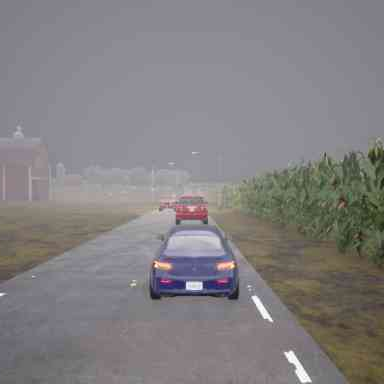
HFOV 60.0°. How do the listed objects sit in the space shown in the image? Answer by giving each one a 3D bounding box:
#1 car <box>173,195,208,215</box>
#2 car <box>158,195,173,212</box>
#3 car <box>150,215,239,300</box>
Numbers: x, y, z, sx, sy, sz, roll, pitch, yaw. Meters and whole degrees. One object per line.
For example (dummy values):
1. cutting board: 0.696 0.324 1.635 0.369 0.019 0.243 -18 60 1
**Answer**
1. car: -0.046 1.245 23.933 2.150 2.045 5.566 0 0 -1
2. car: -3.005 1.402 42.623 2.150 2.045 5.566 0 -1 0
3. car: 0.061 1.524 8.289 1.812 1.442 4.674 0 0 0
